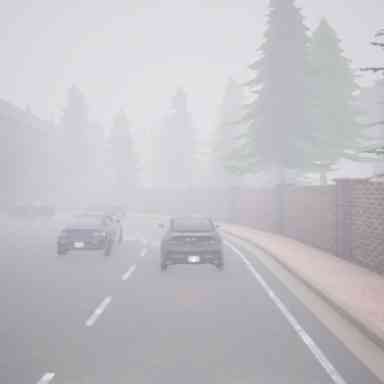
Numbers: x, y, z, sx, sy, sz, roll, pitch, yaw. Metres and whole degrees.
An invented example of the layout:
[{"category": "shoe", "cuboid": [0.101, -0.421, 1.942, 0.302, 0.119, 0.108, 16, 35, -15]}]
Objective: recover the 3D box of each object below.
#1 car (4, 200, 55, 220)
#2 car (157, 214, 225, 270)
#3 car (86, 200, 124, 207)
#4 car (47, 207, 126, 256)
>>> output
[{"category": "car", "cuboid": [-13.610, 1.453, 27.782, 5.008, 1.535, 1.882, 0, -1, 31]}, {"category": "car", "cuboid": [-0.083, 1.495, 11.075, 1.837, 1.490, 4.892, 0, 0, -3]}, {"category": "car", "cuboid": [-7.429, 1.480, 27.782, 4.892, 1.490, 1.837, 0, -1, 43]}, {"category": "car", "cuboid": [-3.846, 1.514, 12.990, 1.812, 1.442, 4.674, 0, 0, -5]}]
